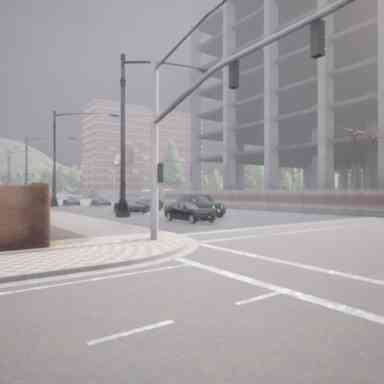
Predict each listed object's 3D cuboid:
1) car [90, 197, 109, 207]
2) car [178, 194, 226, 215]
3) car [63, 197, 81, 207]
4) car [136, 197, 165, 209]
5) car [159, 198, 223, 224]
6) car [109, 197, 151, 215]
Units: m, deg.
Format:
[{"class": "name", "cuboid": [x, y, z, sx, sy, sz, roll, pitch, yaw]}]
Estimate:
[{"class": "car", "cuboid": [-13.996, 1.538, 50.817, 2.033, 1.411, 5.357, 0, 0, -35]}, {"class": "car", "cuboid": [0.631, 1.213, 29.864, 2.150, 2.045, 5.566, 0, 0, -35]}, {"class": "car", "cuboid": [-18.553, 1.500, 51.265, 1.837, 1.490, 4.892, 0, -1, -35]}, {"class": "car", "cuboid": [-5.755, 1.494, 45.422, 1.837, 1.490, 4.892, 0, 0, -35]}, {"class": "car", "cuboid": [-0.232, 1.471, 25.018, 1.882, 1.535, 5.008, 0, 0, -35]}, {"class": "car", "cuboid": [-6.316, 1.470, 33.677, 1.882, 1.535, 5.008, 0, 0, -35]}]
